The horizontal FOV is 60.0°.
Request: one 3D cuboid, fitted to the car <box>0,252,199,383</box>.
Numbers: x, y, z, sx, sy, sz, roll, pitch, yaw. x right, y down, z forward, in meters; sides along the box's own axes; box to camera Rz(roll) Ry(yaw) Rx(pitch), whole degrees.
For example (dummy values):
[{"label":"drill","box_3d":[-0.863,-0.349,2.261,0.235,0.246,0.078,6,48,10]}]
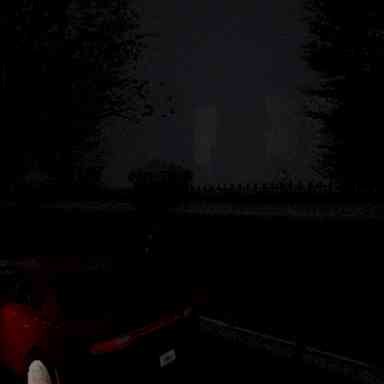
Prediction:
[{"label":"car","box_3d":[-1.978,1.557,4.764,4.507,1.381,1.887,-1,0,39]}]
